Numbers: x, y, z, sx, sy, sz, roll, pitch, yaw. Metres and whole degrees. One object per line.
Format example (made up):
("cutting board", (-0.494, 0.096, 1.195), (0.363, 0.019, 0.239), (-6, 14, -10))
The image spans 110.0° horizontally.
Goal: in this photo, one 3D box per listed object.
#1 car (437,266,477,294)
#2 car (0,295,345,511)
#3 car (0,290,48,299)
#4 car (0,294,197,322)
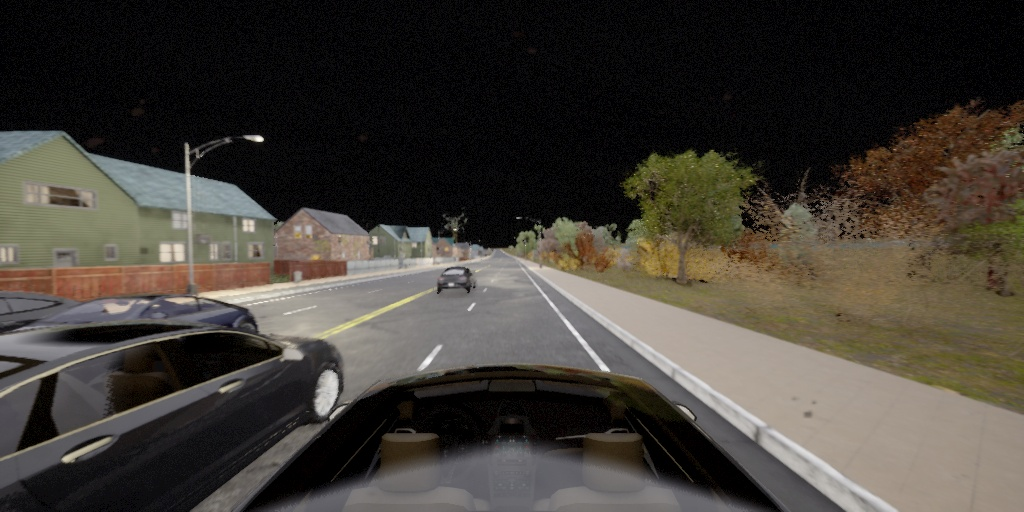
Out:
("car", (-3.141, 1.315, 20.820), (1.812, 1.442, 4.674), (0, 0, 0))
("car", (-3.151, 1.283, 2.883), (1.837, 1.490, 4.892), (0, 0, 0))
("car", (-9.847, 1.365, 6.104), (1.812, 1.442, 4.674), (0, 0, 0))
("car", (-6.595, 1.375, 6.217), (1.994, 1.385, 4.181), (0, 0, 0))
